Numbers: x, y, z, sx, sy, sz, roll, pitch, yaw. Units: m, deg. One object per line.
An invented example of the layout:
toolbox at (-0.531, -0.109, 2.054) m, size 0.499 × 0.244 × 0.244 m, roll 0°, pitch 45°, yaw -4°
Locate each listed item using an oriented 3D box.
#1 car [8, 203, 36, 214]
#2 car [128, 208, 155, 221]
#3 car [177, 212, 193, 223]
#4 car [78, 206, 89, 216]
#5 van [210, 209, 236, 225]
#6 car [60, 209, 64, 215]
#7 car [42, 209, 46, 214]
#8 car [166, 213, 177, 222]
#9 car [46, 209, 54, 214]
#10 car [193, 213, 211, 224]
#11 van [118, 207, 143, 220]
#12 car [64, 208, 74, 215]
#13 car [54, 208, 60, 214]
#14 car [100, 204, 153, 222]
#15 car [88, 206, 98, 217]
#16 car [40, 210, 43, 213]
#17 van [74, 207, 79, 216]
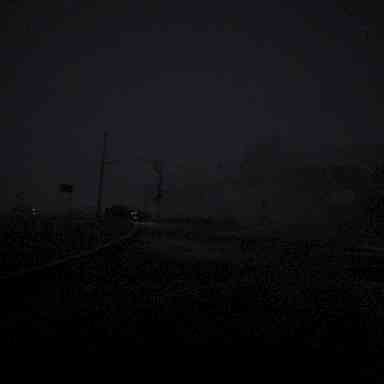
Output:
car at (-24.200, 2.423, 47.796) m, size 4.892 × 1.490 × 1.837 m, roll -1°, pitch -6°, yaw 44°
car at (-8.448, 3.808, 56.149) m, size 2.185 × 1.767 × 4.553 m, roll 2°, pitch -6°, yaw 24°
car at (0.145, 3.739, 47.881) m, size 2.002 × 1.452 × 4.674 m, roll 2°, pitch -6°, yaw 24°
car at (-19.216, 3.980, 66.440) m, size 2.435 × 2.045 × 5.566 m, roll 1°, pitch -6°, yaw 24°
van at (4.422, 3.346, 43.684) m, size 1.878 × 1.987 × 4.442 m, roll 2°, pitch -6°, yaw 24°
car at (-25.698, 4.498, 72.549) m, size 2.002 × 1.452 × 4.674 m, roll 1°, pitch -6°, yaw 24°
car at (-32.138, 4.622, 78.746) m, size 2.185 × 1.767 × 4.553 m, roll 0°, pitch -7°, yaw 24°
car at (-2.081, 3.733, 49.770) m, size 1.946 × 1.575 × 5.366 m, roll 2°, pitch -6°, yaw 24°
car at (-30.073, 4.617, 76.482) m, size 1.946 × 1.575 × 5.366 m, roll 1°, pitch -6°, yaw 24°
car at (2.290, 3.681, 45.822) m, size 2.002 × 1.452 × 4.674 m, roll 1°, pitch -6°, yaw 24°
van at (-10.652, 3.749, 58.080) m, size 1.878 × 1.987 × 4.442 m, roll 2°, pitch -6°, yaw 24°
car at (-23.536, 4.123, 70.493) m, size 2.435 × 2.045 × 5.566 m, roll 1°, pitch -6°, yaw 24°
car at (-27.831, 4.426, 74.642) m, size 2.185 × 1.767 × 4.553 m, roll 1°, pitch -6°, yaw 24°
car at (-5.996, 1.892, 30.439) m, size 5.008 × 1.535 × 1.882 m, roll -2°, pitch -7°, yaw 44°
car at (-17.081, 4.164, 64.337) m, size 2.097 × 1.535 × 5.008 m, roll 1°, pitch -6°, yaw 24°
car at (-34.319, 4.848, 80.750) m, size 2.097 × 1.535 × 5.008 m, roll 0°, pitch -7°, yaw 24°
van at (-21.422, 4.061, 68.359) m, size 1.878 × 1.987 × 4.442 m, roll 1°, pitch -6°, yaw 24°
